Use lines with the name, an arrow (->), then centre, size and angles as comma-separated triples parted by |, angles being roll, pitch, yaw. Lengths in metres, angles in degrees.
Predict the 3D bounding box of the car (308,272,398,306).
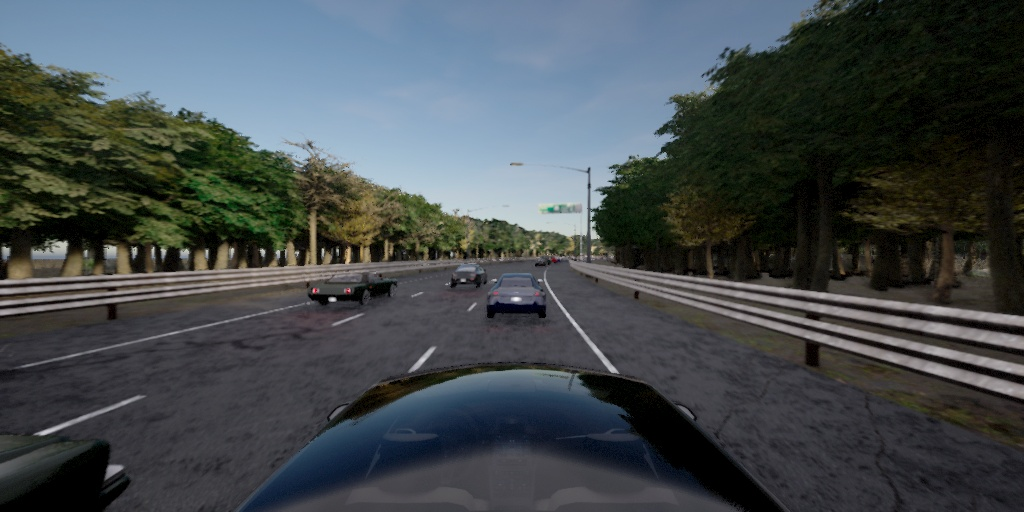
car -> -6.648, 1.338, 15.671 | 1.895, 1.301, 4.718 | 0, 0, 2

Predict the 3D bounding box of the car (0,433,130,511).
car -> -3.403, 1.342, 0.122 | 1.895, 1.301, 4.718 | 0, 0, 0

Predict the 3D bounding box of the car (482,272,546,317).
car -> 0.191, 1.317, 13.194 | 1.994, 1.385, 4.181 | 0, 0, 2

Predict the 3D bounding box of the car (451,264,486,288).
car -> -2.759, 1.268, 23.605 | 1.812, 1.442, 4.674 | 0, 0, 3
